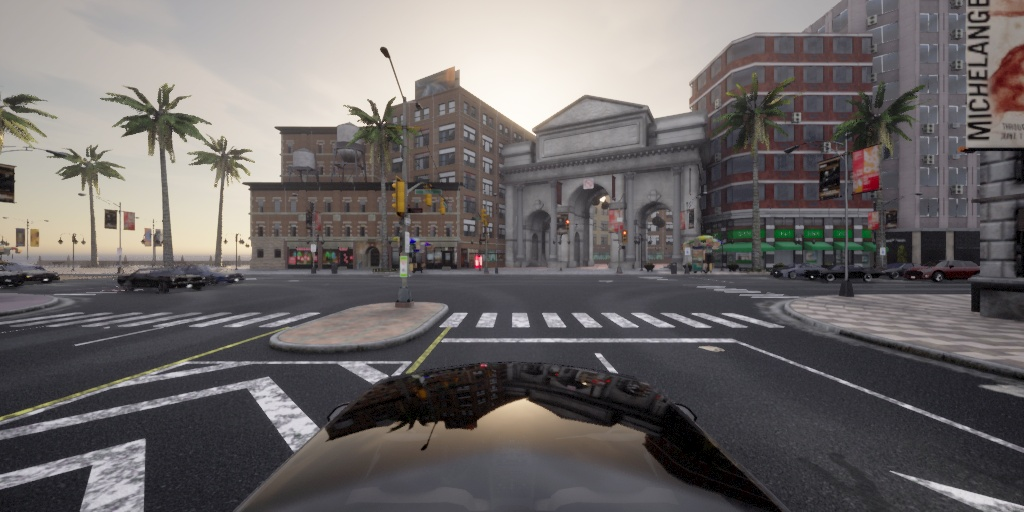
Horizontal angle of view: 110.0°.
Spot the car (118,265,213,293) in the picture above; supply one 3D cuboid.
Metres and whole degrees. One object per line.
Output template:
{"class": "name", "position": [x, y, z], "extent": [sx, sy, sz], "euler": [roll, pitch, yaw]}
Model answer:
{"class": "car", "position": [-19.892, 1.351, 20.472], "extent": [4.718, 1.301, 1.895], "euler": [0, 0, 18]}

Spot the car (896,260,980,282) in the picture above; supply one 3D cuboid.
{"class": "car", "position": [34.060, 1.102, 28.372], "extent": [4.553, 1.767, 2.097], "euler": [0, 0, 2]}

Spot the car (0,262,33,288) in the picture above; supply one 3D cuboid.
{"class": "car", "position": [-33.014, 1.228, 21.777], "extent": [5.008, 1.535, 1.882], "euler": [0, 0, 0]}

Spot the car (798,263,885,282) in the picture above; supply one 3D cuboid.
{"class": "car", "position": [26.105, 1.351, 28.525], "extent": [4.718, 1.301, 1.895], "euler": [0, 0, 1]}

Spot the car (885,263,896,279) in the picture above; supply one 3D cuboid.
{"class": "car", "position": [34.845, 1.297, 31.911], "extent": [5.357, 1.411, 2.033], "euler": [0, 0, 1]}

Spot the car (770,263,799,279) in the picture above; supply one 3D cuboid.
{"class": "car", "position": [25.589, 1.314, 32.013], "extent": [4.181, 1.385, 1.994], "euler": [0, 0, 1]}

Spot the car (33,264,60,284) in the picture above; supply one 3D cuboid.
{"class": "car", "position": [-35.510, 1.297, 25.295], "extent": [5.357, 1.411, 2.033], "euler": [0, 0, 0]}

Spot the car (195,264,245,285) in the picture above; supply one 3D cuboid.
{"class": "car", "position": [-22.002, 1.298, 25.195], "extent": [5.357, 1.411, 2.033], "euler": [0, 0, 0]}
